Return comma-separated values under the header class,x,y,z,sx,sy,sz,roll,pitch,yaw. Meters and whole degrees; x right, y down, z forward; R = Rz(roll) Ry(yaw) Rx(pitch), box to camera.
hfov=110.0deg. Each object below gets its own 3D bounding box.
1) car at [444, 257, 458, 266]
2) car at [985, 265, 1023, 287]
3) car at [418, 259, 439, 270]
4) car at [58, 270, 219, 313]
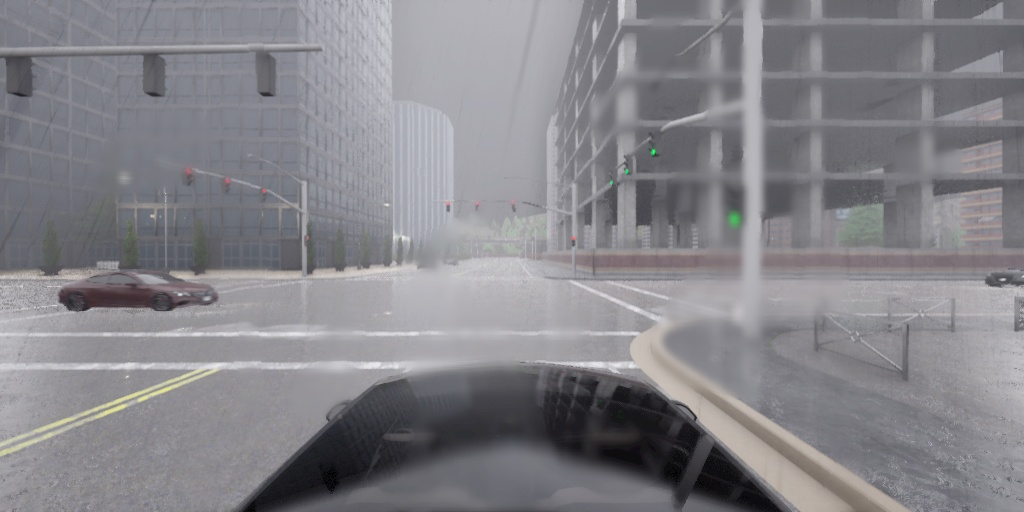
class,x,y,z,sx,sy,sz,roll,pitch,yaw
car,-10.548,0.959,62.410,2.128,1.511,4.902,0,0,0
car,30.069,1.170,20.510,4.181,1.385,1.994,0,0,0
car,-10.582,1.108,45.729,1.994,1.385,4.181,0,0,0
car,-13.413,1.252,12.992,4.674,1.442,1.812,1,0,-1
